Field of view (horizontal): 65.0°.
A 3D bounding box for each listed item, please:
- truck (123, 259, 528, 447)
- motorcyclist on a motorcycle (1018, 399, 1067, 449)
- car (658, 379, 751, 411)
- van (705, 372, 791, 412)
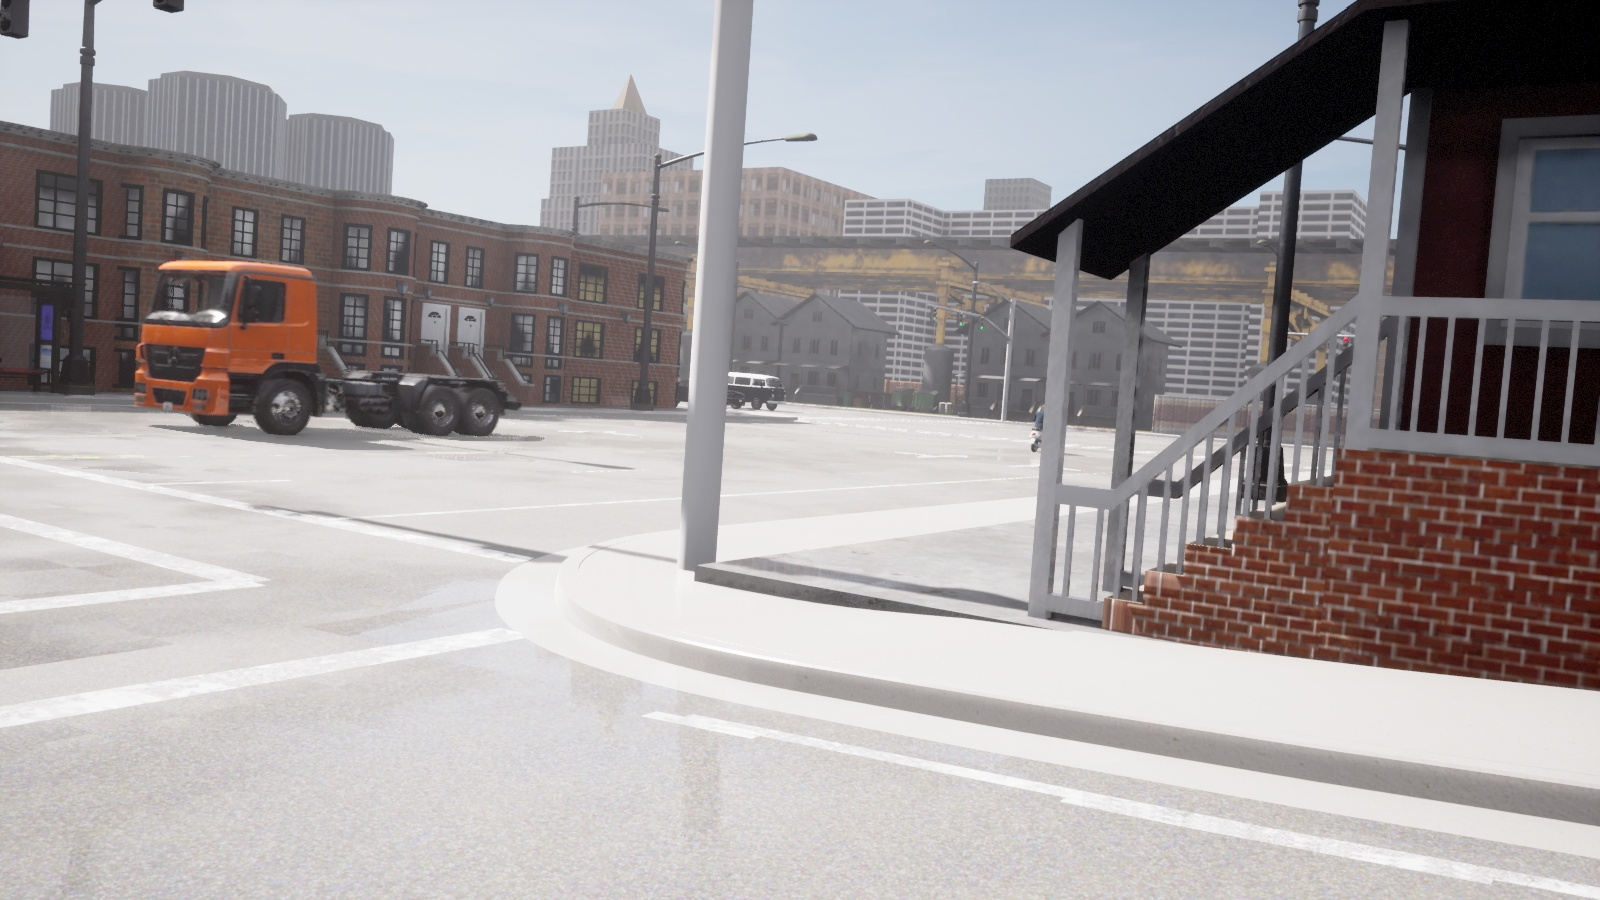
[{"bbox_3d":[-9.929,-1.950,27.299,2.891,3.462,7.936,5,4,34],"label":"truck"},{"bbox_3d":[8.079,-0.857,41.776,0.866,1.590,1.817,5,4,34],"label":"motorcyclist on a motorcycle"},{"bbox_3d":[-5.348,-3.072,69.899,5.008,1.535,1.882,5,4,34],"label":"car"},{"bbox_3d":[-3.025,-3.350,72.558,4.480,2.038,2.069,5,4,34],"label":"van"}]
